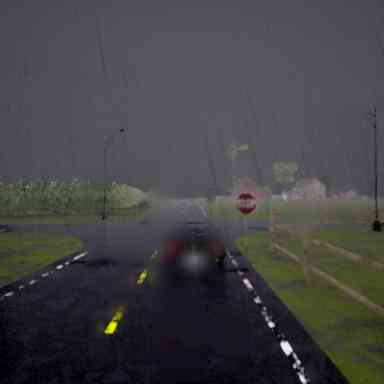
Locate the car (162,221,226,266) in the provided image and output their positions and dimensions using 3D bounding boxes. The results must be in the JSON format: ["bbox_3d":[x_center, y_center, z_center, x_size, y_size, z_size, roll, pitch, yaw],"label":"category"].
[{"bbox_3d":[0.113,1.692,11.863,1.895,1.301,4.718,0,0,1],"label":"car"}]
